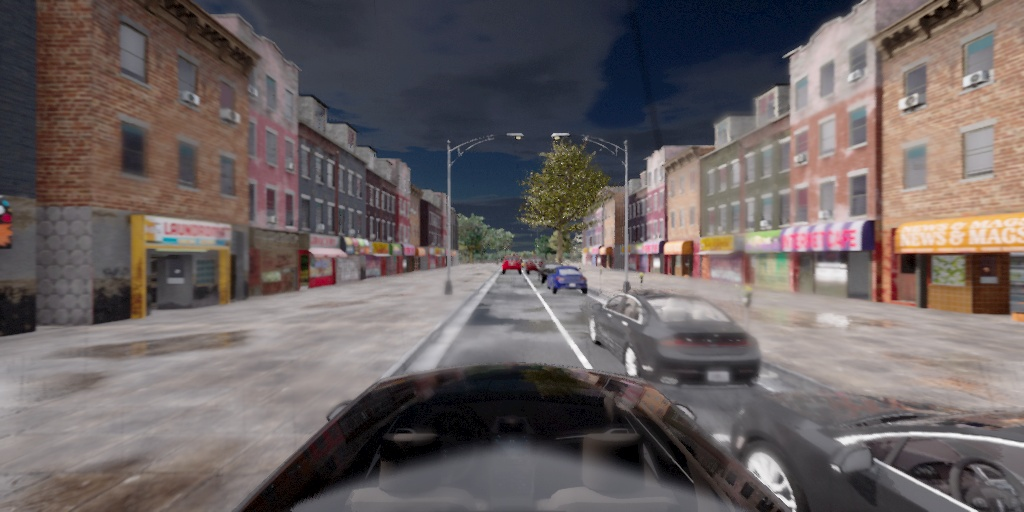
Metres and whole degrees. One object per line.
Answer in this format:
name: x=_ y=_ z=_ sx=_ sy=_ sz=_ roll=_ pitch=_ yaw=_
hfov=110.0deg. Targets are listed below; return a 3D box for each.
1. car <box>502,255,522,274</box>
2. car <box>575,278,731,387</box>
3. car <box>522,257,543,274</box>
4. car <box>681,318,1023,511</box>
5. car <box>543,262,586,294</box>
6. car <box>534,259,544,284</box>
car: x=0.008 y=0.965 z=41.412 sx=2.150 sy=2.045 sz=5.566 roll=0 pitch=0 yaw=0
car: x=2.633 y=1.300 z=6.764 sx=2.007 sy=1.370 sz=4.403 roll=0 pitch=0 yaw=0
car: x=2.603 y=1.061 z=40.038 sx=2.192 sy=1.841 sz=5.009 roll=0 pitch=0 yaw=0
car: x=2.638 y=1.300 z=1.218 sx=2.007 sy=1.370 sz=4.403 roll=0 pitch=0 yaw=0
car: x=3.007 y=1.274 z=20.134 sx=1.812 sy=1.442 sz=4.674 roll=0 pitch=0 yaw=0
car: x=2.992 y=1.225 z=27.134 sx=1.882 sy=1.535 sz=5.008 roll=0 pitch=0 yaw=0
